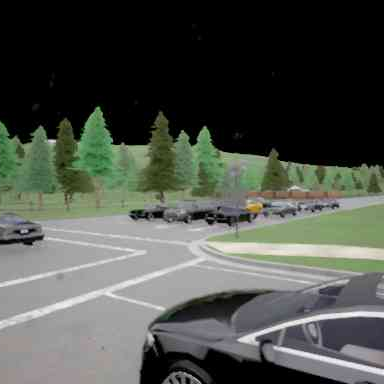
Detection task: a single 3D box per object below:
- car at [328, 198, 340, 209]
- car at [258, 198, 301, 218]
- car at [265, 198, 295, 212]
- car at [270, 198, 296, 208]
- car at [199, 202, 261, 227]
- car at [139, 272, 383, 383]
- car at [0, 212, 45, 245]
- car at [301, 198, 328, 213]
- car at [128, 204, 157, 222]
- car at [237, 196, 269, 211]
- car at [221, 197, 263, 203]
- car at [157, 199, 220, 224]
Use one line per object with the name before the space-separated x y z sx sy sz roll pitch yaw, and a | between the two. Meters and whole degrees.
car | 18.532 1.520 44.904 2.128 1.511 4.902 0 0 36
car | 8.203 1.554 30.797 1.812 1.442 4.674 0 0 36
car | 10.725 1.542 40.186 1.837 1.490 4.892 0 0 36
car | 13.863 1.593 50.326 2.033 1.411 5.357 0 0 36
car | 2.804 1.629 23.444 1.895 1.301 4.718 0 0 36
car | 1.682 1.492 2.794 4.902 1.511 2.128 0 0 36
car | -8.567 1.585 14.402 5.357 1.411 2.033 0 0 35
car | 13.524 1.520 38.086 2.128 1.511 4.902 0 0 36
car | -2.992 1.646 27.381 1.895 1.301 4.718 0 0 36
car | 7.762 1.398 42.059 2.097 1.767 4.553 0 0 36
car | 5.180 1.515 32.619 1.882 1.535 5.008 0 0 36
car | -0.192 1.389 25.282 2.097 1.767 4.553 0 0 36
